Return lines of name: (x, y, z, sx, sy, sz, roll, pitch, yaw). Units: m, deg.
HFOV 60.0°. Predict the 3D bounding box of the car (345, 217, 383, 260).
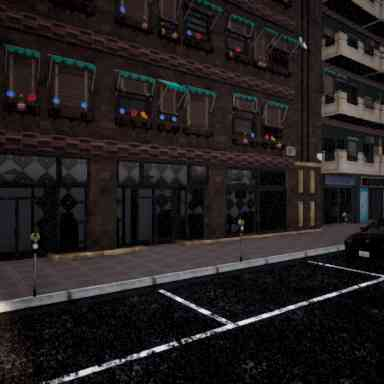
car: (7.146, 1.566, 11.636, 4.313, 1.339, 1.947, 0, 0, -35)
